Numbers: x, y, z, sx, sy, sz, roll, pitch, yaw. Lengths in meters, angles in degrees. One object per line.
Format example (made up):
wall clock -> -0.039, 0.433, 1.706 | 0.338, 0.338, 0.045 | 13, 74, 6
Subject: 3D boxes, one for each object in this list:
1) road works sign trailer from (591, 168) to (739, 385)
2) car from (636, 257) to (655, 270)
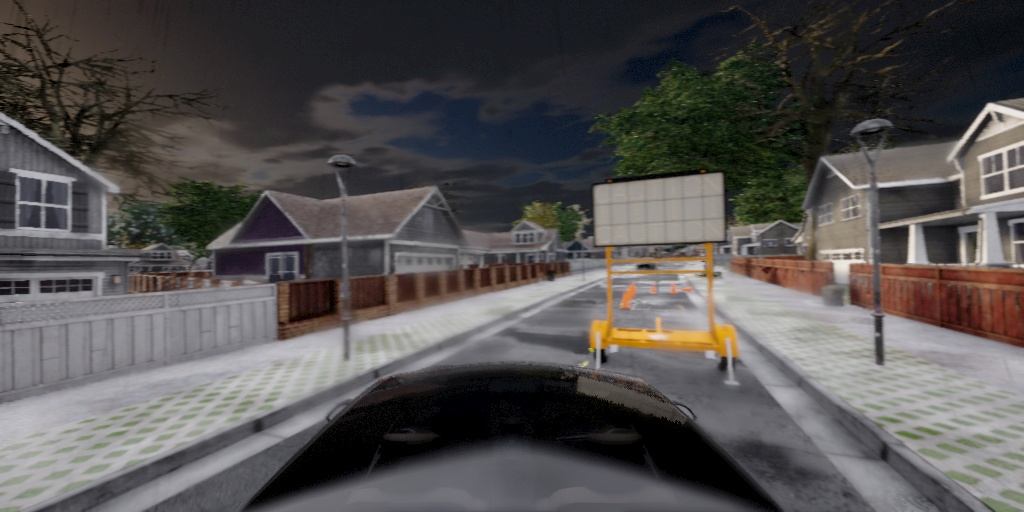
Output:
road works sign trailer -> 2.930, 0.193, 7.114 | 2.380, 3.560, 2.880 | 0, 0, 22
car -> 18.383, 0.987, 49.229 | 2.097, 1.767, 4.553 | -2, 0, 26
